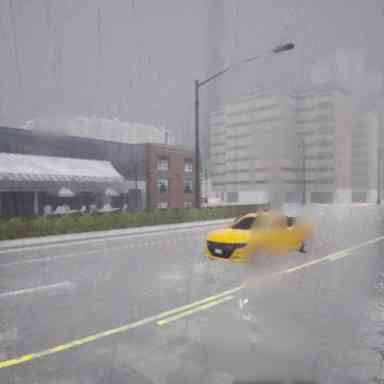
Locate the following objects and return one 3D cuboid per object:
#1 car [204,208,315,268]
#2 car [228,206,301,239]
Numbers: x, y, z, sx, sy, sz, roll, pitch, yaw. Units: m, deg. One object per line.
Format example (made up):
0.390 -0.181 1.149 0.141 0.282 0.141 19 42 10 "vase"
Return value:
2.520 1.485 11.686 1.882 1.535 5.008 0 0 44 "car"
4.076 1.574 18.317 1.994 1.385 4.181 0 0 44 "car"
